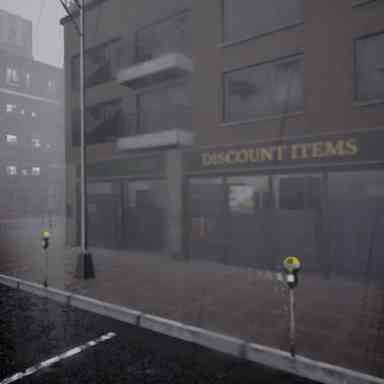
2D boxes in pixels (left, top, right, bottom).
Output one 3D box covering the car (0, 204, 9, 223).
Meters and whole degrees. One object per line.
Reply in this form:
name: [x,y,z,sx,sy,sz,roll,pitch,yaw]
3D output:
car: [-19.109,1.967,29.749,2.192,1.841,5.009,-2,-2,35]
